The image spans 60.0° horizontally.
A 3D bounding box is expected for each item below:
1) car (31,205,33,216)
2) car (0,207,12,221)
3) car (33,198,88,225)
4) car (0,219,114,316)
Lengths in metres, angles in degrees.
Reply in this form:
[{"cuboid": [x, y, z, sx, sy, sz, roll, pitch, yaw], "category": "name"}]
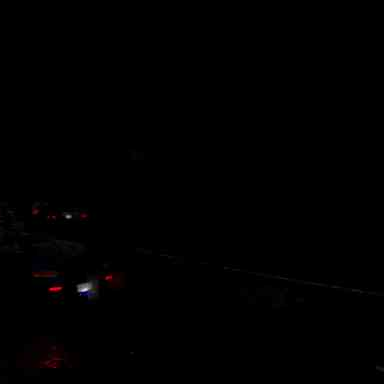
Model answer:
[{"cuboid": [-15.298, 1.760, 34.013, 1.882, 1.535, 5.008, 0, 0, -27], "category": "car"}, {"cuboid": [-13.188, 1.729, 22.253, 1.812, 1.442, 4.674, 0, 0, -28], "category": "car"}, {"cuboid": [-7.497, 1.369, 18.935, 2.150, 2.045, 5.566, 0, -1, -30], "category": "car"}, {"cuboid": [-3.565, 1.590, 7.713, 1.812, 1.442, 4.674, 0, 0, -44], "category": "car"}]
